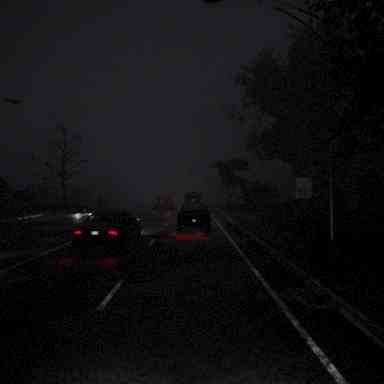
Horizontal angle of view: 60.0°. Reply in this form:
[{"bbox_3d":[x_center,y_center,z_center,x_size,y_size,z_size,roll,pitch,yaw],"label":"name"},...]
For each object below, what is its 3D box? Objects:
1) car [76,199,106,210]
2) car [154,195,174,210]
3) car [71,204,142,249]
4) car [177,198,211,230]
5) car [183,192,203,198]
[{"bbox_3d":[-10.473,1.417,35.083,2.033,1.411,5.357,0,0,0],"label":"car"},{"bbox_3d":[-3.370,1.137,40.148,2.097,1.767,4.553,0,0,0],"label":"car"},{"bbox_3d":[-3.392,1.472,14.130,2.033,1.411,5.357,0,0,0],"label":"car"},{"bbox_3d":[0.115,1.370,20.183,1.882,1.535,5.008,0,0,0],"label":"car"},{"bbox_3d":[0.130,1.010,39.776,2.150,2.045,5.566,0,0,0],"label":"car"}]
